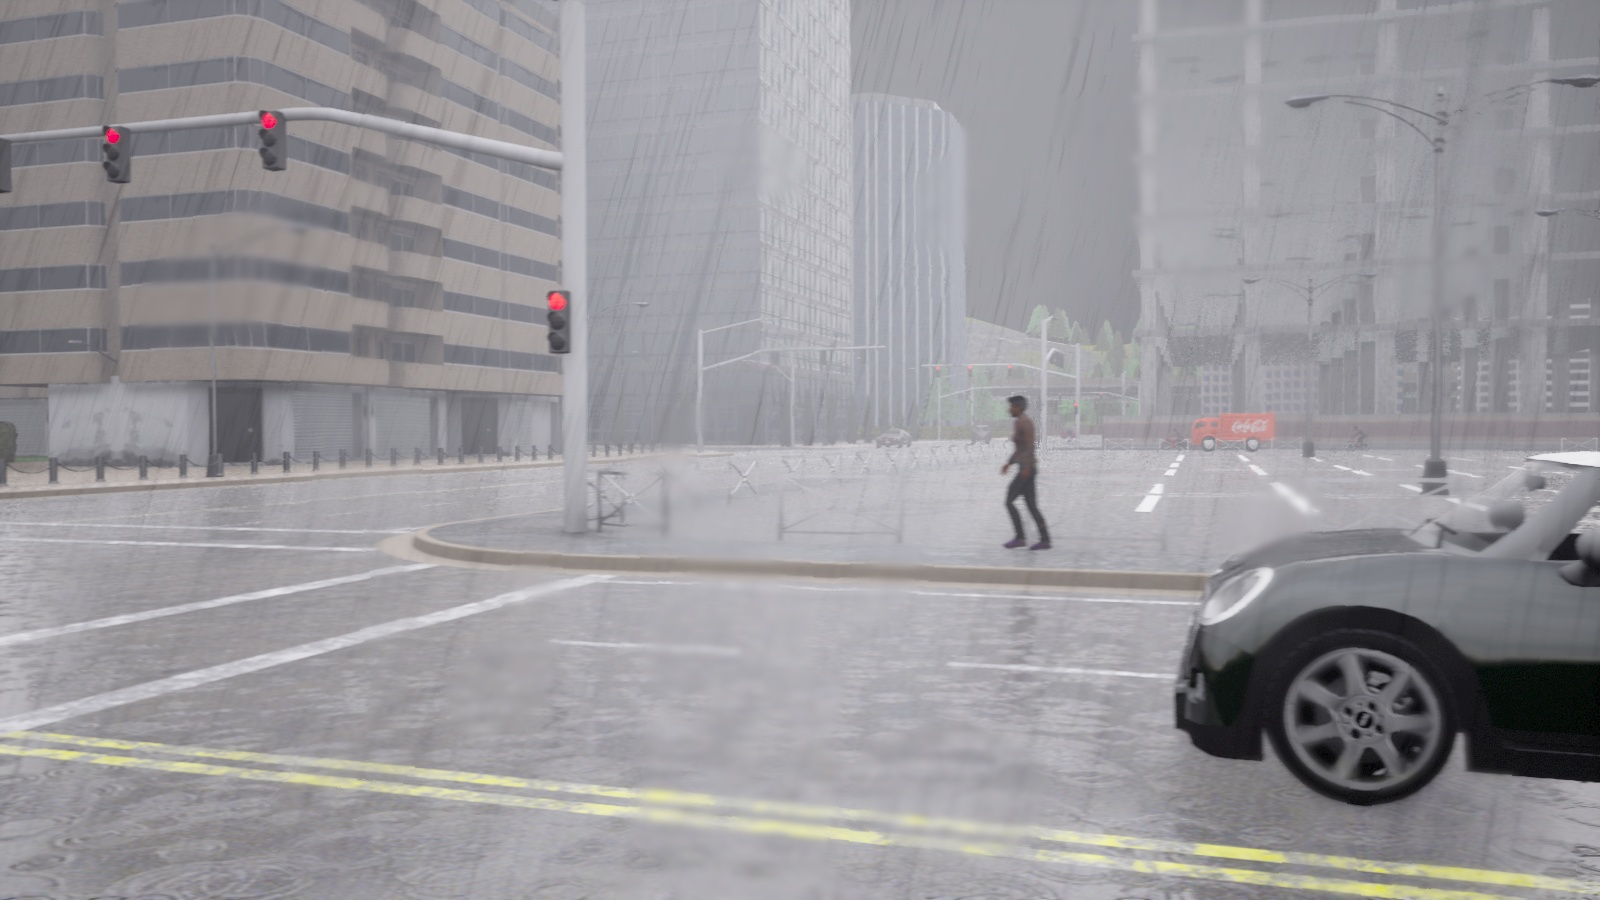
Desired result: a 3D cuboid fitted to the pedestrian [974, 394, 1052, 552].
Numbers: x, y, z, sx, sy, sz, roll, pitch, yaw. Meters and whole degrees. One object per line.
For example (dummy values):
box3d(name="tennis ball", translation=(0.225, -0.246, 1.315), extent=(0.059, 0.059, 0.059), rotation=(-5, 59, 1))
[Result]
box3d(name="pedestrian", translation=(2.469, 0.259, 14.593), extent=(0.869, 1.805, 0.328), rotation=(0, 1, 9))

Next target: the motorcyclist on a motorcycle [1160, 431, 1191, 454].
box3d(name="motorcyclist on a motorcycle", translation=(25.511, -0.528, 85.335), extent=(2.044, 1.523, 0.797), rotation=(1, 1, 17))

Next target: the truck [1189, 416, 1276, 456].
box3d(name="truck", translation=(27.803, -0.918, 80.938), extent=(5.204, 2.467, 2.627), rotation=(1, 1, 17))

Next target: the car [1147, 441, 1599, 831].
box3d(name="car", translation=(3.608, 0.714, 5.665), extent=(3.806, 1.475, 1.970), rotation=(1, 1, 19))
